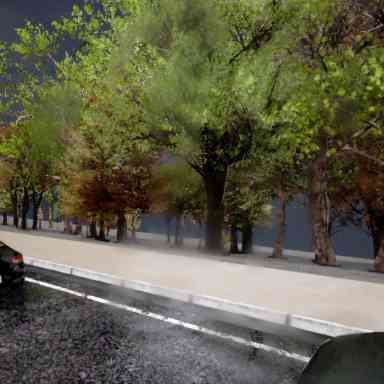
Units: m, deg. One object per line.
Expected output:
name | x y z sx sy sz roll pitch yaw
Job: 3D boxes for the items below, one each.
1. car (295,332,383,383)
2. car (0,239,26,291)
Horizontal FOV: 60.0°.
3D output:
car | 2.630 1.564 1.810 4.181 1.385 1.994 0 0 35
car | -5.659 1.524 7.679 4.674 1.442 1.812 0 0 35
